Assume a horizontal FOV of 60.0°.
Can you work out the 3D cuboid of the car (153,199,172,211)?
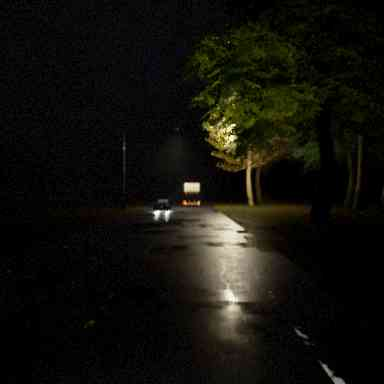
[{"bbox_3d":[-3.600,1.576,41.427,1.994,1.385,4.181,0,0,0],"label":"car"}]

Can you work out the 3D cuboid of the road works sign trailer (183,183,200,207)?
[{"bbox_3d":[-0.012,0.394,49.365,2.380,3.560,2.880,0,1,0],"label":"road works sign trailer"}]
